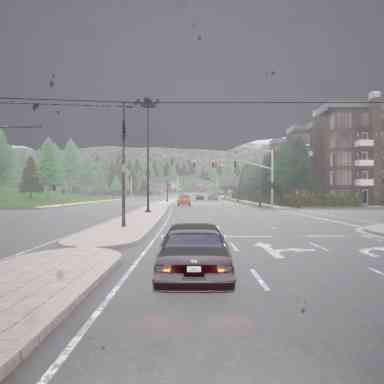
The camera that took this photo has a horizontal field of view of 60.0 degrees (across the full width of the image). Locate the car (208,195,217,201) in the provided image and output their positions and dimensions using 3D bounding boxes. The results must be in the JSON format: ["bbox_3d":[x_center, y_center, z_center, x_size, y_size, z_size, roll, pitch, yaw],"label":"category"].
[{"bbox_3d":[5.543,1.539,85.587,2.033,1.411,5.357,0,0,0],"label":"car"}]

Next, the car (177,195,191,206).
[{"bbox_3d":[-1.317,1.352,54.721,2.097,1.767,4.553,0,0,-1],"label":"car"}]

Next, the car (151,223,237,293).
[{"bbox_3d":[0.048,1.547,8.975,2.033,1.411,5.357,0,0,0],"label":"car"}]

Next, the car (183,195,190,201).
[{"bbox_3d":[-1.457,1.523,85.546,1.812,1.442,4.674,0,0,0],"label":"car"}]

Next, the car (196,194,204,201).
[{"bbox_3d":[2.043,1.477,85.582,1.882,1.535,5.008,0,0,0],"label":"car"}]
